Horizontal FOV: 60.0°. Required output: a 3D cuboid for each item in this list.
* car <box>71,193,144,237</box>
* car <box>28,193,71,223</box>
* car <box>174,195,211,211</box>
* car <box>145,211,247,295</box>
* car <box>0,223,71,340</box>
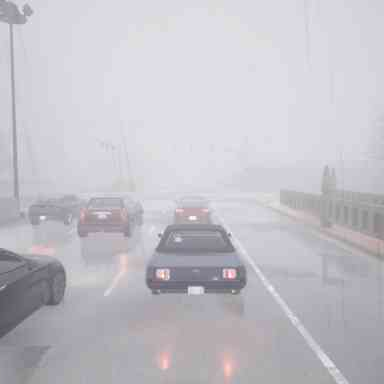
[{"bbox_3d":[-3.466,0.839,14.932,2.097,1.767,4.553,0,3,0],"label":"car"},{"bbox_3d":[-6.982,0.818,17.926,1.837,1.490,4.892,0,3,0],"label":"car"},{"bbox_3d":[0.022,0.875,17.362,1.812,1.442,4.674,0,3,0],"label":"car"},{"bbox_3d":[0.069,1.428,8.290,1.895,1.301,4.718,0,2,0],"label":"car"},{"bbox_3d":[-3.419,1.464,4.744,1.812,1.442,4.674,0,1,0],"label":"car"}]
